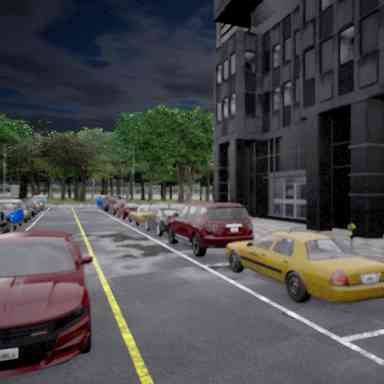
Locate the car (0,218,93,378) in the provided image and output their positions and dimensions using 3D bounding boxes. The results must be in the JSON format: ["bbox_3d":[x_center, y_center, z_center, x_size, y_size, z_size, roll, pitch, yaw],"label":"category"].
[{"bbox_3d":[-2.890,1.478,5.909,1.882,1.535,5.008,0,0,-21],"label":"car"}]

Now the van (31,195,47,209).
[{"bbox_3d":[-20.991,1.355,45.634,1.690,1.788,3.998,0,0,-21],"label":"van"}]

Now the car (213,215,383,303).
[{"bbox_3d":[2.409,1.524,8.181,1.752,1.417,4.829,0,0,-21],"label":"car"}]

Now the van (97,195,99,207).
[{"bbox_3d":[-11.088,1.351,43.589,1.690,1.788,3.998,0,0,-21],"label":"van"}]

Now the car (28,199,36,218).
[{"bbox_3d":[-13.183,1.529,25.151,1.752,1.417,4.829,0,0,-21],"label":"car"}]

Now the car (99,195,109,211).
[{"bbox_3d":[-9.151,1.322,38.508,2.192,1.841,5.009,0,0,-21],"label":"car"}]

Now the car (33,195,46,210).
[{"bbox_3d":[-19.054,1.451,40.553,1.967,1.590,4.097,0,0,-21],"label":"car"}]

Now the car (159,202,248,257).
[{"bbox_3d":[0.533,1.315,13.103,2.192,1.841,5.009,0,0,-21],"label":"car"}]

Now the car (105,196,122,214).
[{"bbox_3d":[-7.214,1.445,33.427,1.967,1.590,4.097,0,0,-21],"label":"car"}]

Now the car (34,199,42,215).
[{"bbox_3d":[-15.180,1.572,30.391,1.947,1.339,4.313,0,0,-21],"label":"car"}]

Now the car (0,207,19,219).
[{"bbox_3d":[-9.370,1.567,15.148,1.947,1.339,4.313,0,0,-21],"label":"car"}]

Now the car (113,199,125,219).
[{"bbox_3d":[-5.277,1.548,28.347,1.887,1.381,4.507,0,0,-21],"label":"car"}]

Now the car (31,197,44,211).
[{"bbox_3d":[-17.056,1.534,35.313,1.752,1.417,4.829,0,0,-21],"label":"car"}]

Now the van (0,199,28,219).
[{"bbox_3d":[-11.307,1.344,20.229,1.690,1.788,3.998,0,0,-21],"label":"van"}]

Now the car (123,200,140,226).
[{"bbox_3d":[-3.401,1.527,23.424,1.752,1.417,4.829,0,0,-21],"label":"car"}]

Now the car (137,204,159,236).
[{"bbox_3d":[-1.403,1.551,18.184,2.008,1.369,4.403,0,0,-21],"label":"car"}]
